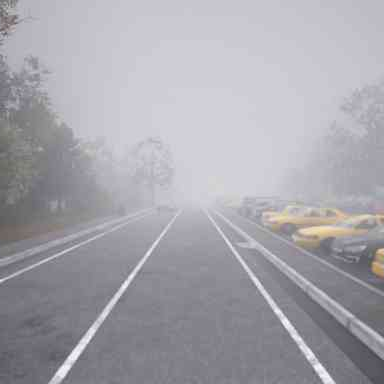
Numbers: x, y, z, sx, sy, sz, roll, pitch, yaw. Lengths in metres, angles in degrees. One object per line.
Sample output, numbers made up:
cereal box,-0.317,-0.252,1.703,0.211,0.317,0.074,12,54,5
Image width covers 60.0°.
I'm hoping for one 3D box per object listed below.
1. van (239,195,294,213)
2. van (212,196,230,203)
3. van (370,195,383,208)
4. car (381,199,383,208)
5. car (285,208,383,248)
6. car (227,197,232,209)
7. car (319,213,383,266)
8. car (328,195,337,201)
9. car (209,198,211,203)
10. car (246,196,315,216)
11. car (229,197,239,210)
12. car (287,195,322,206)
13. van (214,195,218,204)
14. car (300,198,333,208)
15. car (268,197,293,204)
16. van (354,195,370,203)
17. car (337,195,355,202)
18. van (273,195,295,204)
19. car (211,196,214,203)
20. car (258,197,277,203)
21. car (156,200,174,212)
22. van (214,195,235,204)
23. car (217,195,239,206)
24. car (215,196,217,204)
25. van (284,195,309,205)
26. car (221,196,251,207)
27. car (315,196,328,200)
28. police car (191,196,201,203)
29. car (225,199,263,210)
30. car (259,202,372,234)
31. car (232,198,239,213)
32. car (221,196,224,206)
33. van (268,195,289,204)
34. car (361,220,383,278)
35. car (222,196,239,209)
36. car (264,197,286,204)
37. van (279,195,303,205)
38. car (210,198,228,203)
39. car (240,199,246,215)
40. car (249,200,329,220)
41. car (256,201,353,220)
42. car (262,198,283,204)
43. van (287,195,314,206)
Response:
van,7.181,1.374,32.484,4.442,1.987,1.878,0,0,0
van,7.620,2.028,87.985,4.442,1.987,1.878,0,-1,0
van,20.259,1.366,32.308,4.442,1.987,1.878,0,0,0
car,20.126,1.574,29.537,5.008,1.535,2.097,0,0,0
car,6.725,1.557,13.063,5.366,1.575,1.946,0,0,0
car,7.101,1.683,40.812,4.792,1.488,2.163,0,0,0
car,6.894,1.568,10.286,4.892,1.521,2.231,0,0,0
car,20.180,1.394,40.618,5.566,2.045,2.435,0,0,0
car,7.487,2.191,85.205,5.008,1.535,2.097,0,-1,0
car,7.051,1.441,26.934,4.553,1.767,2.185,0,0,0
car,7.079,1.665,38.035,4.792,1.488,2.163,0,0,0
car,20.335,1.520,60.135,5.566,2.045,2.435,0,0,0
van,7.211,1.588,65.798,4.442,1.987,1.878,0,0,0
car,20.316,1.775,54.467,4.674,1.452,2.002,0,0,0
car,20.309,1.990,76.607,5.366,1.575,1.946,0,-1,0
van,20.048,1.384,35.080,4.442,1.987,1.878,0,0,0
car,20.158,1.377,37.848,5.566,2.045,2.435,0,0,0
van,20.355,1.705,73.844,4.442,1.987,1.878,0,-1,0
car,7.378,1.581,68.573,5.566,2.045,2.435,0,0,0
car,20.572,2.179,90.457,4.553,1.767,2.185,0,-1,0
car,-3.223,1.686,41.149,1.812,1.442,4.674,0,0,0
van,7.277,1.716,74.109,4.442,1.987,1.878,0,-1,0
car,7.032,1.722,51.917,5.366,1.575,1.946,0,0,0
car,7.278,1.778,60.244,5.008,1.535,2.097,0,0,0
van,20.522,1.580,65.549,4.442,1.987,1.878,0,0,0
car,7.209,1.617,54.693,4.553,1.767,2.185,0,0,0
car,20.247,1.681,46.158,5.008,1.535,2.097,0,0,0
police car,1.449,2.335,94.080,1.930,1.638,5.238,0,-1,0
car,7.180,1.690,46.363,4.892,1.521,2.231,0,0,0
car,6.770,1.547,18.736,5.366,1.575,1.946,0,0,0
car,7.057,1.647,35.259,4.792,1.488,2.163,0,0,0
car,7.190,1.708,49.140,4.892,1.521,2.231,0,0,0
van,20.633,1.830,79.380,4.442,1.987,1.878,0,-1,0
car,7.052,1.570,7.508,5.366,1.575,1.946,0,0,0
car,6.966,1.668,43.589,5.366,1.575,1.946,0,0,0
car,20.532,2.119,82.145,4.892,1.521,2.231,0,-1,0
van,20.312,1.599,68.453,4.442,1.987,1.878,0,-1,0
car,7.577,2.408,93.530,4.792,1.488,2.163,0,-1,0
car,7.071,1.612,29.706,4.792,1.488,2.163,0,0,0
car,6.992,1.556,24.154,4.892,1.521,2.231,0,0,0
car,7.161,1.546,21.386,5.366,1.575,1.946,0,0,0
car,20.555,2.180,84.915,5.008,1.535,2.097,0,-1,0
van,20.502,1.563,62.904,4.442,1.987,1.878,0,0,0
